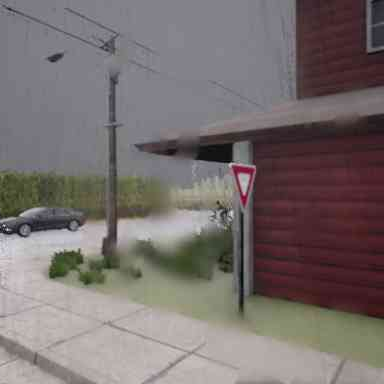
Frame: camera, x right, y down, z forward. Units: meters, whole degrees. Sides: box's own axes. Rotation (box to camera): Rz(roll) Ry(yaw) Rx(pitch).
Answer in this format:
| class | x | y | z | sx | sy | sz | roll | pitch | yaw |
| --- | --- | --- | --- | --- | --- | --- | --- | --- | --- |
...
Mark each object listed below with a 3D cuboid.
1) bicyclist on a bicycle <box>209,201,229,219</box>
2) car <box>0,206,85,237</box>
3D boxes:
| class | x | y | z | sx | sy | sz | roll | pitch | yaw |
| --- | --- | --- | --- | --- | --- | --- | --- | --- | --- |
| bicyclist on a bicycle | 1.746 | 1.372 | 20.529 | 1.656 | 1.620 | 0.582 | -1 | 0 | 22 |
| car | -8.516 | 1.609 | 19.041 | 1.837 | 1.490 | 4.892 | 0 | 0 | 36 |
